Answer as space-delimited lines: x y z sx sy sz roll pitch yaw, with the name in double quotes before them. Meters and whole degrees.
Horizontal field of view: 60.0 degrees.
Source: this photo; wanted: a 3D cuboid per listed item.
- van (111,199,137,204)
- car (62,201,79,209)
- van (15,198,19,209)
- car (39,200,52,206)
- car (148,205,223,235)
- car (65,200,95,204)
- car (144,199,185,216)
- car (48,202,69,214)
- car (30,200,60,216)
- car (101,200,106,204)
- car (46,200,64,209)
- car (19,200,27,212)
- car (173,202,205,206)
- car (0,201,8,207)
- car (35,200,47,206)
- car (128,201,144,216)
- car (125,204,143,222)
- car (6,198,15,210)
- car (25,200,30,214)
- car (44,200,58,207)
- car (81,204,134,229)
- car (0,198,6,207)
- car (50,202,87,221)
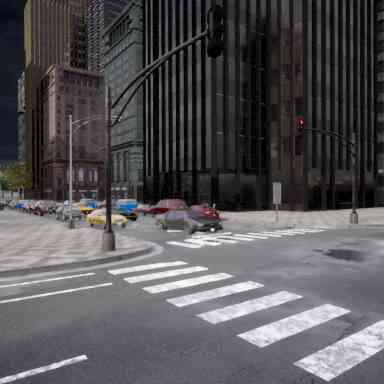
"van" -8.299 1.833 41.906 1.690 1.788 3.998 -1 0 -35
"car" -22.784 2.408 62.185 1.802 1.307 4.206 -1 0 -35
"van" -26.260 2.123 52.371 1.690 1.788 3.998 -1 0 -35
"car" -34.868 2.661 79.126 1.947 1.339 4.313 -1 0 -35
"car" -0.396 1.767 20.720 2.033 1.411 5.357 0 -1 -36
"car" -12.810 1.988 38.139 1.882 1.535 5.008 0 -1 -35
"car" -2.401 1.669 33.616 2.192 1.841 5.009 -1 0 -35
"car" -18.672 2.173 46.420 1.812 1.442 4.674 0 -1 -35
"car" -17.749 1.901 40.438 2.192 1.841 5.009 -1 0 -35
"car" -11.249 1.876 46.051 2.192 1.841 5.009 -1 0 -35
"car" -25.046 2.317 60.777 1.882 1.535 5.008 0 -1 -35
"car" -23.420 2.157 48.393 1.967 1.590 4.097 -1 0 -35
"car" 0.554 1.829 29.471 1.887 1.381 4.507 -1 0 -35
"car" -44.524 2.771 77.983 1.802 1.307 4.206 -1 0 -35
"car" -37.889 2.711 83.361 2.008 1.369 4.403 -1 0 -35
"car" -5.344 2.005 37.761 1.802 1.307 4.206 -1 0 -35
"car" -6.511 1.964 29.292 1.895 1.301 4.718 0 -1 -36
"car" -32.036 2.354 60.471 1.967 1.590 4.097 -1 0 -35
"car" -20.581 2.196 44.416 1.887 1.381 4.507 -1 0 -35
"car" -31.846 2.596 74.890 1.947 1.339 4.313 -1 0 -35
"car" -6.297 1.844 24.390 1.752 1.417 4.829 -1 0 -35
"car" -41.403 2.667 73.606 1.887 1.381 4.507 -1 0 -35
"car" -12.069 2.004 32.483 2.008 1.369 4.403 -1 0 -35
